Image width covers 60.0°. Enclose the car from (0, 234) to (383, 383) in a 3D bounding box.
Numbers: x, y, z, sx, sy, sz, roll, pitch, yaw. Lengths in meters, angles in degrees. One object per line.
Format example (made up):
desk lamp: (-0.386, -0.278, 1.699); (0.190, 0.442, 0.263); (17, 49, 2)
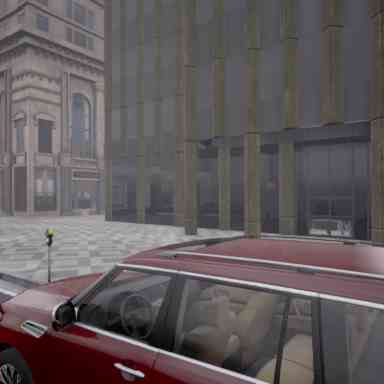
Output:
car: (0.246, 1.315, 2.798); (5.009, 1.841, 2.192); (0, 0, 36)
